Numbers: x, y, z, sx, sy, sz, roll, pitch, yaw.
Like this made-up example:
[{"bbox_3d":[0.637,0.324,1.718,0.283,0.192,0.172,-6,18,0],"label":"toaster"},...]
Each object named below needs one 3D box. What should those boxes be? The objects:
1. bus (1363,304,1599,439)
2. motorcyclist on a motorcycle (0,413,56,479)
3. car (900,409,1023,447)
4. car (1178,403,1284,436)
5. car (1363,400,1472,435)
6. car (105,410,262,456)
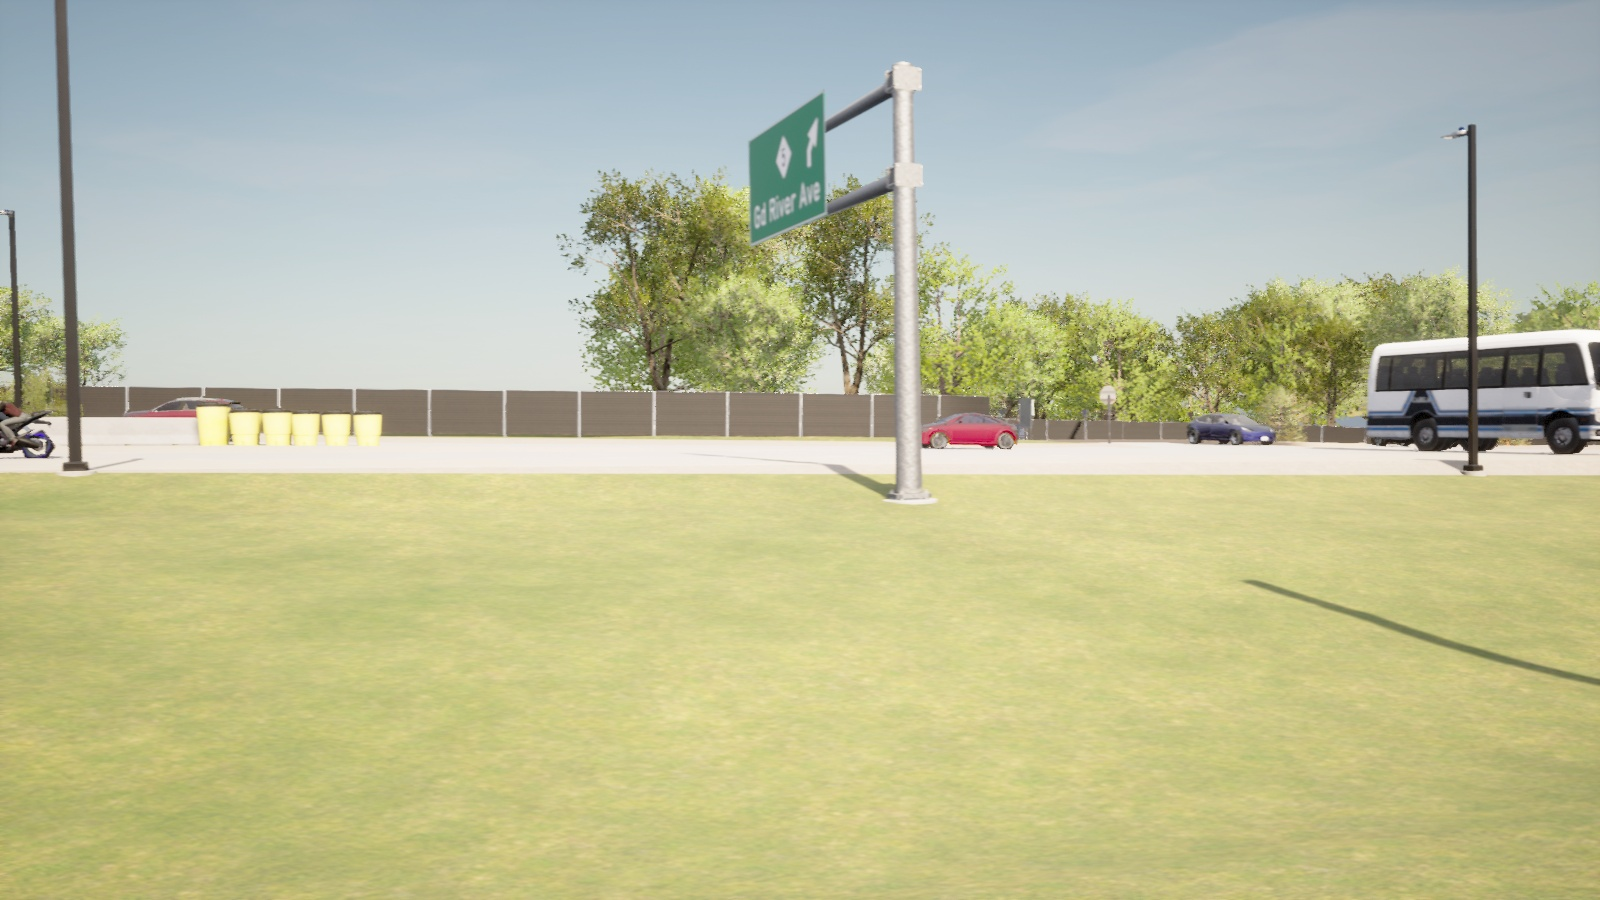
[{"bbox_3d":[25.553,-2.557,44.798,3.944,4.253,10.273,-1,1,-20],"label":"bus"},{"bbox_3d":[-18.990,-0.091,29.747,2.191,1.530,0.866,-1,1,-20],"label":"motorcyclist on a motorcycle"},{"bbox_3d":[6.076,-0.846,47.517,4.181,1.385,1.994,-1,1,-13],"label":"car"},{"bbox_3d":[20.273,-1.419,59.261,2.163,1.488,4.792,-2,1,-20],"label":"car"},{"bbox_3d":[30.830,-1.623,62.897,2.033,1.649,4.856,-1,1,-20],"label":"car"},{"bbox_3d":[-22.928,-0.643,46.822,4.856,1.649,2.033,0,2,2],"label":"car"}]
